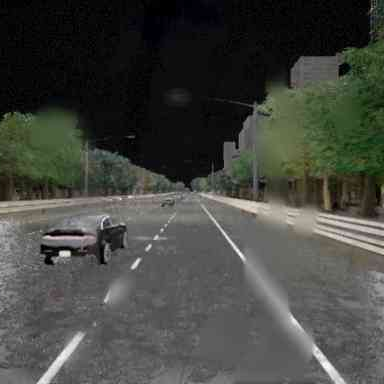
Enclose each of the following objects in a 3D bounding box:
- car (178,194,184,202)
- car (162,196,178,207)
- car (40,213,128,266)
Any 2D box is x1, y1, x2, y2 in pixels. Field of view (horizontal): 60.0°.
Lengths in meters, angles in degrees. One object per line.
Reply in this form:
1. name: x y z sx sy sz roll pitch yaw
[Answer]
1. car: -3.526 1.657 80.424 1.895 1.301 4.718 0 0 0
2. car: -3.516 1.526 50.733 1.837 1.490 4.892 0 0 0
3. car: -3.504 1.492 11.597 2.128 1.511 4.902 0 0 0
